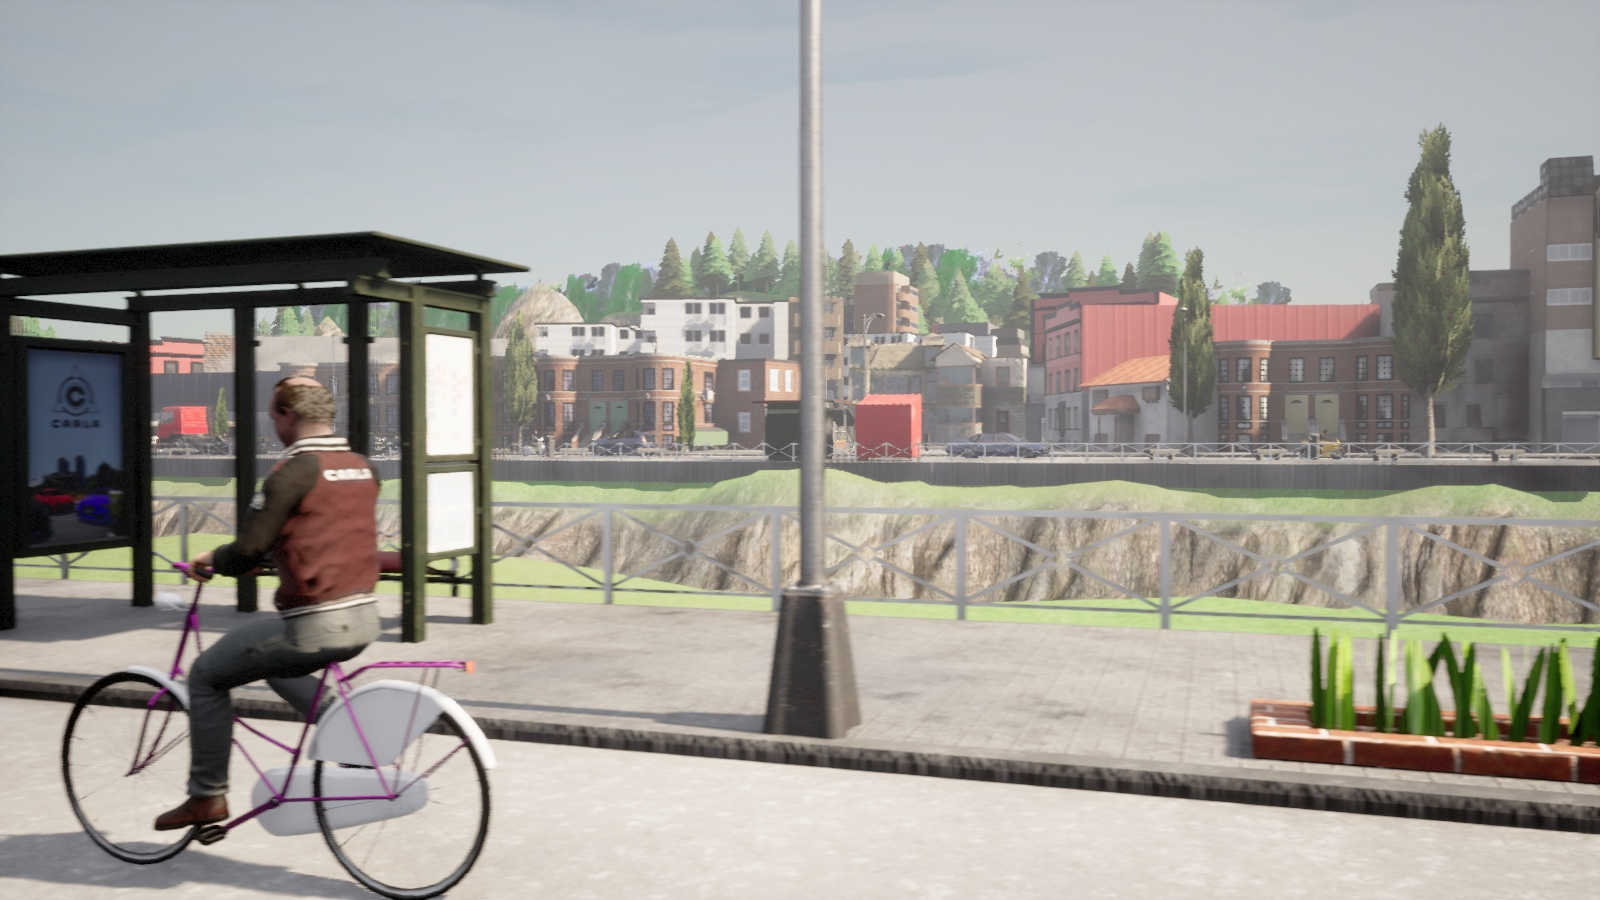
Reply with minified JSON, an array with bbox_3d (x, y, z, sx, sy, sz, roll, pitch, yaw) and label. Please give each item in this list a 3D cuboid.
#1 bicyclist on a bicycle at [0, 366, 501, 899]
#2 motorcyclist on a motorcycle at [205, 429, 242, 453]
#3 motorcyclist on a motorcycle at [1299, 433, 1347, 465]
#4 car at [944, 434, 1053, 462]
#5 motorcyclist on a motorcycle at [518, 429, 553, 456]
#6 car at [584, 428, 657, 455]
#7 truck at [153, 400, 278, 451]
[{"bbox_3d":[-2.036,0.619,4.405,1.843,1.776,0.659,1,1,19],"label":"bicyclist on a bicycle"},{"bbox_3d":[-37.385,-0.582,81.383,2.191,1.530,0.866,1,1,19],"label":"motorcyclist on a motorcycle"},{"bbox_3d":[25.137,-0.063,60.368,2.044,1.523,0.797,1,1,19],"label":"motorcyclist on a motorcycle"},{"bbox_3d":[10.344,-0.133,65.342,5.357,1.411,2.033,1,1,19],"label":"car"},{"bbox_3d":[-15.590,-0.465,74.057,1.817,1.590,0.866,1,1,19],"label":"motorcyclist on a motorcycle"},{"bbox_3d":[-10.971,-0.545,76.722,3.988,1.617,1.851,1,1,19],"label":"car"},{"bbox_3d":[-40.286,-1.693,86.562,7.936,3.462,2.891,1,1,19],"label":"truck"}]
